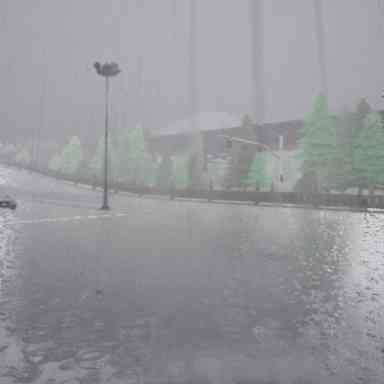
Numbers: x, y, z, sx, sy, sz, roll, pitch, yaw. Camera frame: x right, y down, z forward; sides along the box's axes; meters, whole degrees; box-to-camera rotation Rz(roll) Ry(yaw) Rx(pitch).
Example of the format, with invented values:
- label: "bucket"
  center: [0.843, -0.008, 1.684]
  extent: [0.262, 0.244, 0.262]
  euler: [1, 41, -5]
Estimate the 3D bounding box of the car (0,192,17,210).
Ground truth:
- label: "car"
  center: [-15.244, 0.678, 25.697]
  extent: [4.181, 1.385, 1.994]
  euler: [2, 2, 40]
